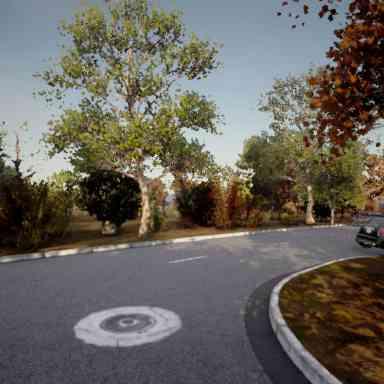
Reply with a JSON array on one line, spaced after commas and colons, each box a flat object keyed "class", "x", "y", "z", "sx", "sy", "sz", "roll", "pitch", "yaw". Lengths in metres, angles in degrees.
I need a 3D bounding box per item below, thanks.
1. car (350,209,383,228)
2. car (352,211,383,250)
[{"class": "car", "x": 18.267, "y": 2.724, "z": 34.461, "sx": 2.097, "sy": 1.767, "sz": 4.553, "roll": -1, "pitch": -4, "yaw": 44}, {"class": "car", "x": 9.999, "y": 1.879, "z": 14.943, "sx": 4.553, "sy": 1.767, "sz": 2.097, "roll": 3, "pitch": 0, "yaw": -4}]
